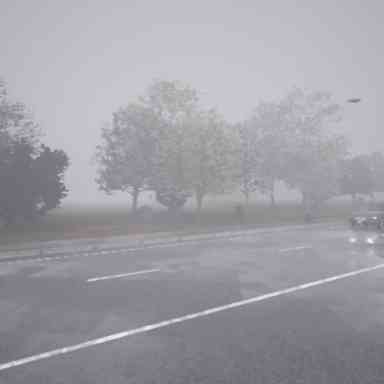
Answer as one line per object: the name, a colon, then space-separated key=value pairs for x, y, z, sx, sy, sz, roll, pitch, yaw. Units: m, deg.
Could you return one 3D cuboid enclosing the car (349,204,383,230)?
car: x=11.837 y=1.490 z=20.951 sx=4.902 sy=1.511 sz=2.128 roll=0 pitch=0 yaw=-35
